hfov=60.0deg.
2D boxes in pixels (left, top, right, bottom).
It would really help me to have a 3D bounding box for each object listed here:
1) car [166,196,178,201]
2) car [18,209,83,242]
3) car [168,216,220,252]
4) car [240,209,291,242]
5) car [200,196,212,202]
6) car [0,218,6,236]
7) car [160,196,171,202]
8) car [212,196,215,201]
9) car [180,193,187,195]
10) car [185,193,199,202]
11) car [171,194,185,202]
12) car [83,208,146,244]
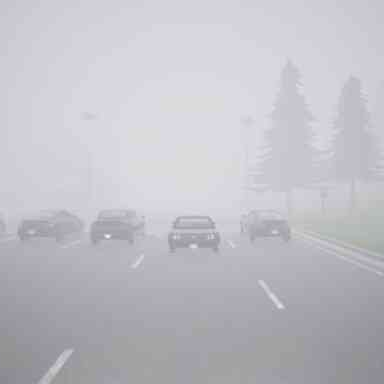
[{"bbox_3d":[-5.683,1.770,94.103,1.812,1.442,4.674,0,0,17],"label":"car"},{"bbox_3d":[-6.924,1.571,16.678,1.812,1.442,4.674,0,0,0],"label":"car"},{"bbox_3d":[0.077,1.639,14.027,1.895,1.301,4.718,0,0,0],"label":"car"},{"bbox_3d":[3.576,1.570,16.683,1.812,1.442,4.674,0,0,0],"label":"car"},{"bbox_3d":[3.468,1.697,82.944,1.882,1.535,5.008,0,0,2],"label":"car"},{"bbox_3d":[-10.715,1.548,15.740,1.837,1.490,4.892,0,0,-3],"label":"car"},{"bbox_3d":[-7.015,1.722,84.020,1.837,1.490,4.892,0,0,2],"label":"car"},{"bbox_3d":[4.935,1.741,93.223,2.033,1.411,5.357,0,0,17],"label":"car"},{"bbox_3d":[-2.087,1.329,94.087,2.150,2.045,5.566,0,0,17],"label":"car"},{"bbox_3d":[-0.032,1.744,82.942,2.128,1.511,4.902,0,0,2],"label":"car"},{"bbox_3d":[-3.513,1.819,84.144,1.895,1.301,4.718,0,0,2],"label":"car"},{"bbox_3d":[-3.418,1.548,15.946,1.837,1.490,4.892,0,0,0],"label":"car"}]
